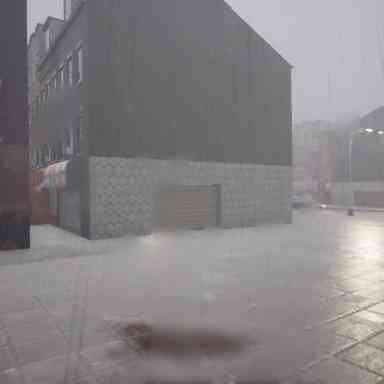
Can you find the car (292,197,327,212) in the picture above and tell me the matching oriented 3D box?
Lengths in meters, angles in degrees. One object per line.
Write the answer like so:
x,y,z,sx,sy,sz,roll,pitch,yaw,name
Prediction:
11.957,1.282,35.642,2.128,1.511,4.902,-1,1,-35,car
